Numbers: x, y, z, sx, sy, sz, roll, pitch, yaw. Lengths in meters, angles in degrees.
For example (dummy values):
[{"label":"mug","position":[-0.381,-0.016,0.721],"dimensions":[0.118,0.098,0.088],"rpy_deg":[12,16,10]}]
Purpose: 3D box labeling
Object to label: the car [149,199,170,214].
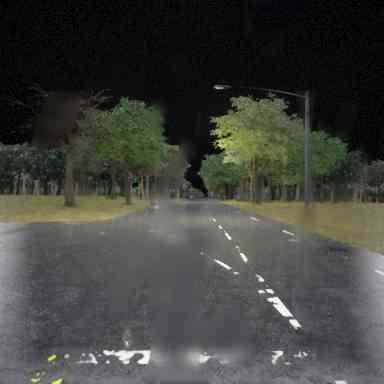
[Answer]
[{"label":"car","position":[-3.426,1.560,35.820],"dimensions":[2.128,1.511,4.902],"rpy_deg":[0,0,0]}]
